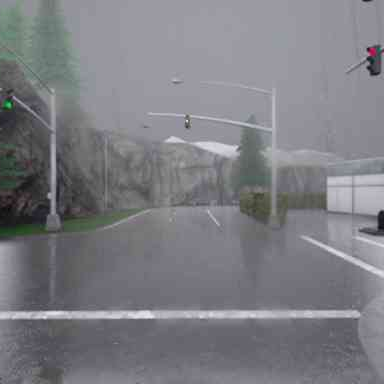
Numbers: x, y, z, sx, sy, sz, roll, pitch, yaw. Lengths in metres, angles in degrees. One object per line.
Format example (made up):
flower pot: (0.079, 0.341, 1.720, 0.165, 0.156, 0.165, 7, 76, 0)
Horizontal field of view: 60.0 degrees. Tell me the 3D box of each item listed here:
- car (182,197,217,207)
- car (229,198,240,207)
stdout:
car: (1.199, 1.465, 48.621, 5.357, 1.411, 2.033, 0, 0, -35)
car: (7.979, 1.402, 50.303, 4.902, 1.511, 2.128, -1, 0, -12)
